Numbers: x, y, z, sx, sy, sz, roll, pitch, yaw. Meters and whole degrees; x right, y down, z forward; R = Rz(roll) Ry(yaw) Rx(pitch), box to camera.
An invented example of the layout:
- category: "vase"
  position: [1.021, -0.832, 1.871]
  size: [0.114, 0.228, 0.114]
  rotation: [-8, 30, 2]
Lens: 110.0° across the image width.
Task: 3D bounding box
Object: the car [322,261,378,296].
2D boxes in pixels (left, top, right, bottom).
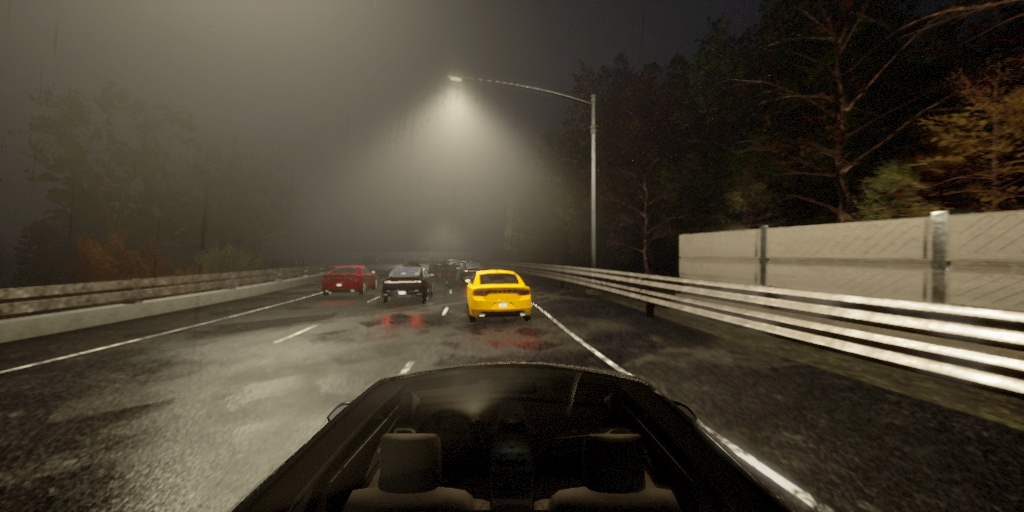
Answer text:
- category: "car"
  position: [-8.731, 1.241, 19.663]
  size: [1.882, 1.535, 5.008]
  rotation: [0, 0, -10]

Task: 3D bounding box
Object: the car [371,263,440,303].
- category: "car"
  position: [-4.708, 1.245, 16.645]
  size: [2.128, 1.511, 4.902]
  rotation: [0, 0, -8]

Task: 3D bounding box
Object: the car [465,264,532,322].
- category: "car"
  position: [-0.580, 1.221, 12.483]
  size: [1.882, 1.535, 5.008]
  rotation: [0, 0, -8]

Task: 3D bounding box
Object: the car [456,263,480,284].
- category: "car"
  position: [-3.073, 1.231, 26.723]
  size: [2.128, 1.511, 4.902]
  rotation: [0, 0, -13]

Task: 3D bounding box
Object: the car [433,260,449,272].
- category: "car"
  position: [-9.265, 1.236, 45.386]
  size: [2.128, 1.511, 4.902]
  rotation: [0, 0, -23]

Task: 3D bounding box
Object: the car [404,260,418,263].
- category: "car"
  position: [-12.442, 1.260, 44.173]
  size: [1.837, 1.490, 4.892]
  rotation: [0, 0, -23]
